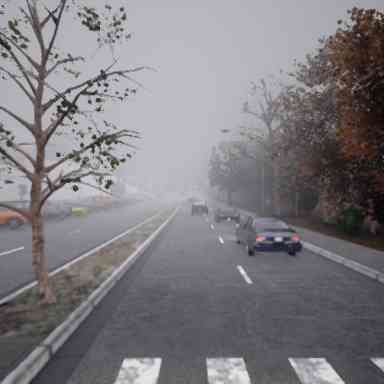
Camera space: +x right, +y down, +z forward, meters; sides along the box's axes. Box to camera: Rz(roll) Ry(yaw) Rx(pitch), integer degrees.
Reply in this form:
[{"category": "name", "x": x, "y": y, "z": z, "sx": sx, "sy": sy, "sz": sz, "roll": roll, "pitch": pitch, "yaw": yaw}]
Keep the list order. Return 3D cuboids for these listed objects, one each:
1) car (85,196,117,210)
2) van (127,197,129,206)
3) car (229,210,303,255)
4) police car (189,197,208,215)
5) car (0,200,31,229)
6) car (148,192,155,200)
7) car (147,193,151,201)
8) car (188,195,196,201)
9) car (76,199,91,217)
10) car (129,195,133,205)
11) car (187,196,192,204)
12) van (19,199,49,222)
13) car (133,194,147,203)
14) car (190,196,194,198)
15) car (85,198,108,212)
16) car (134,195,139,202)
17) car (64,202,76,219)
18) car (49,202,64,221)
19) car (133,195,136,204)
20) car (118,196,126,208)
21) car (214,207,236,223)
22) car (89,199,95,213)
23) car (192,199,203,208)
[{"category": "car", "x": -13.933, "y": 1.639, "z": 46.731, "sx": 5.566, "sy": 2.045, "sz": 2.435, "roll": -1, "pitch": 0, "yaw": -20}, {"category": "van", "x": -14.018, "y": 1.647, "z": 58.635, "sx": 4.442, "sy": 1.987, "sz": 1.878, "roll": -1, "pitch": 0, "yaw": -20}, {"category": "car", "x": 2.989, "y": 1.710, "z": 14.001, "sx": 2.033, "sy": 1.411, "sz": 5.357, "roll": 0, "pitch": -1, "yaw": 0}, {"category": "police car", "x": 0.865, "y": 1.814, "z": 39.820, "sx": 1.930, "sy": 1.638, "sz": 5.238, "roll": 0, "pitch": 0, "yaw": 0}, {"category": "car", "x": -13.870, "y": 1.642, "z": 22.876, "sx": 4.553, "sy": 1.767, "sz": 2.185, "roll": -1, "pitch": 0, "yaw": -20}, {"category": "car", "x": -13.892, "y": 1.552, "z": 91.683, "sx": 5.566, "sy": 2.045, "sz": 2.435, "roll": -1, "pitch": 0, "yaw": -20}, {"category": "car", "x": -14.085, "y": 1.825, "z": 85.591, "sx": 5.366, "sy": 1.575, "sz": 1.946, "roll": -1, "pitch": 0, "yaw": -20}, {"category": "car", "x": -0.079, "y": 1.741, "z": 91.287, "sx": 2.128, "sy": 1.511, "sz": 4.902, "roll": 0, "pitch": 0, "yaw": 0}, {"category": "car", "x": -13.728, "y": 1.860, "z": 34.876, "sx": 5.366, "sy": 1.575, "sz": 1.946, "roll": -1, "pitch": -1, "yaw": -20}, {"category": "car", "x": -13.879, "y": 1.741, "z": 61.671, "sx": 4.553, "sy": 1.767, "sz": 2.185, "roll": -1, "pitch": 0, "yaw": -20}, {"category": "car", "x": -0.066, "y": 1.753, "z": 76.287, "sx": 1.837, "sy": 1.490, "sz": 4.892, "roll": 0, "pitch": 0, "yaw": 0}, {"category": "van", "x": -13.793, "y": 1.574, "z": 25.904, "sx": 4.442, "sy": 1.987, "sz": 1.878, "roll": -1, "pitch": -1, "yaw": -20}, {"category": "car", "x": -13.886, "y": 1.868, "z": 79.668, "sx": 4.792, "sy": 1.488, "sz": 2.163, "roll": -1, "pitch": 0, "yaw": -20}, {"category": "car", "x": 0.857, "y": 1.846, "z": 49.900, "sx": 1.801, "sy": 1.575, "sz": 5.366, "roll": 0, "pitch": 0, "yaw": 0}, {"category": "car", "x": -13.899, "y": 1.928, "z": 43.760, "sx": 4.674, "sy": 1.452, "sz": 2.002, "roll": -1, "pitch": 0, "yaw": -20}, {"category": "car", "x": -13.883, "y": 1.887, "z": 67.662, "sx": 4.792, "sy": 1.488, "sz": 2.163, "roll": -1, "pitch": 0, "yaw": -20}, {"category": "car", "x": -13.926, "y": 1.880, "z": 31.806, "sx": 4.792, "sy": 1.488, "sz": 2.163, "roll": -1, "pitch": 0, "yaw": -20}, {"category": "car", "x": -13.894, "y": 1.865, "z": 28.834, "sx": 4.674, "sy": 1.452, "sz": 2.002, "roll": -1, "pitch": 0, "yaw": -20}, {"category": "car", "x": -13.903, "y": 1.902, "z": 64.643, "sx": 4.674, "sy": 1.452, "sz": 2.002, "roll": -1, "pitch": 0, "yaw": -20}, {"category": "car", "x": -13.883, "y": 1.629, "z": 52.727, "sx": 5.566, "sy": 2.045, "sz": 2.435, "roll": -1, "pitch": 0, "yaw": -20}, {"category": "car", "x": 2.977, "y": 1.934, "z": 29.110, "sx": 1.895, "sy": 1.301, "sz": 4.718, "roll": 0, "pitch": 0, "yaw": 0}, {"category": "car", "x": -13.874, "y": 1.907, "z": 37.803, "sx": 4.792, "sy": 1.488, "sz": 2.163, "roll": -1, "pitch": -1, "yaw": -20}, {"category": "car", "x": 0.852, "y": 1.888, "z": 55.711, "sx": 1.837, "sy": 1.490, "sz": 4.892, "roll": 0, "pitch": 0, "yaw": 0}]
